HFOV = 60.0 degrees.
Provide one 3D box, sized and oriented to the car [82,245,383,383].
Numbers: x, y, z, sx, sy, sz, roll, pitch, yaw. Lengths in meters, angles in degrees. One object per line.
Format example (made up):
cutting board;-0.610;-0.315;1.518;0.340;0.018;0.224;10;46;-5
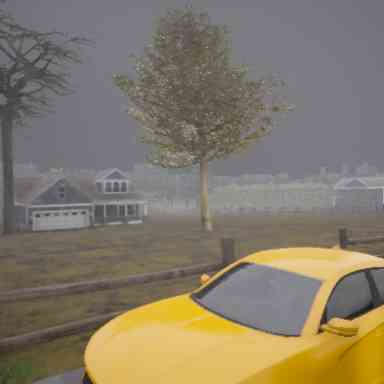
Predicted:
car;1.273;1.476;3.979;5.008;1.535;1.882;0;0;-35
